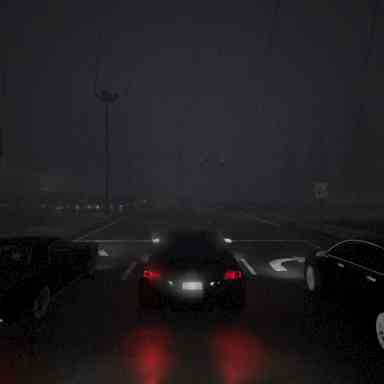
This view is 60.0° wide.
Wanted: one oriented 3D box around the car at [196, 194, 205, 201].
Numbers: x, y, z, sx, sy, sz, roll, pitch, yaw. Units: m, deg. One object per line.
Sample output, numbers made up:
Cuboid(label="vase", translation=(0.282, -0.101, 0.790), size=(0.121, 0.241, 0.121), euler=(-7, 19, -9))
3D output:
Cuboid(label="car", translation=(2.194, 1.350, 86.719), size=(2.097, 1.767, 4.553), euler=(0, 0, 0))

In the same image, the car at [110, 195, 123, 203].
Cuboid(label="car", translation=(-16.303, 1.500, 72.160), size=(1.837, 1.490, 4.892), euler=(0, 0, 0))

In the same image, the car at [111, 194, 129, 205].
Cuboid(label="car", translation=(-12.874, 1.504, 58.505), size=(1.837, 1.490, 4.892), euler=(0, 0, 0))

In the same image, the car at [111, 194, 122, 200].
Cuboid(label="car", translation=(-19.806, 1.408, 87.679), size=(1.882, 1.535, 5.008), euler=(0, 0, 0))

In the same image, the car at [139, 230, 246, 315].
Cuboid(label="car", translation=(0.006, 1.564, 7.659), size=(1.994, 1.385, 4.181), euler=(0, 0, 0))

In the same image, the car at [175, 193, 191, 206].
Cuboid(label="car", translation=(-1.299, 1.352, 55.393), size=(2.097, 1.767, 4.553), euler=(0, 0, 0))

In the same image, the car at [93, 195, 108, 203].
Cuboid(label="car", translation=(-19.803, 1.478, 72.340), size=(1.882, 1.535, 5.008), euler=(0, 0, 0))

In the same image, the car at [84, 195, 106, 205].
Cuboid(label="car", translation=(-16.376, 1.601, 57.030), size=(1.895, 1.301, 4.718), euler=(0, 0, 0))

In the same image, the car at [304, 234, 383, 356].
Cuboid(label="car", translation=(3.503, 1.505, 5.836), size=(1.837, 1.490, 4.892), euler=(0, 0, 0))

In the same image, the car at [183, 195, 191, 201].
Cuboid(label="car", translation=(-1.306, 1.521, 86.765), size=(2.128, 1.511, 4.902), euler=(0, 0, 0))

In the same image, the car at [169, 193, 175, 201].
Cuboid(label="car", translation=(-4.805, 1.220, 86.402), size=(2.150, 2.045, 5.566), euler=(0, 0, 0))

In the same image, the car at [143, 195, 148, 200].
Cuboid(label="car", translation=(-12.806, 1.441, 88.301), size=(2.128, 1.511, 4.902), euler=(0, 0, 0))

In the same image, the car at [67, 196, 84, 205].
Cuboid(label="car", translation=(-19.872, 1.502, 57.306), size=(1.837, 1.490, 4.892), euler=(0, 1, 0))

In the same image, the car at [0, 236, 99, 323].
Cuboid(label="car", translation=(-3.495, 1.601, 7.158), size=(1.895, 1.301, 4.718), euler=(0, 0, 0))

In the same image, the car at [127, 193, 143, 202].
Cuboid(label="car", translation=(-12.803, 1.500, 73.606), size=(1.837, 1.490, 4.892), euler=(0, 0, 0))
